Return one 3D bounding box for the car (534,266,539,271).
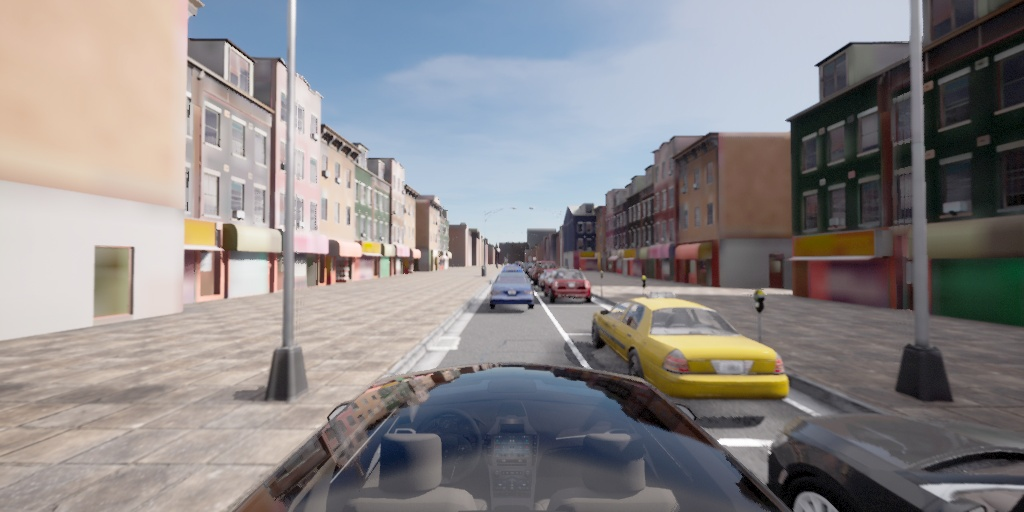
[{"bbox_3d":[2.636,1.550,23.463,1.802,1.307,4.207,0,0,0],"label":"car"}]

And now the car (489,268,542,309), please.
[{"bbox_3d":[0.000,1.436,15.844,2.033,1.411,5.357,0,-1,0],"label":"car"}]

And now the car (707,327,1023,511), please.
[{"bbox_3d":[2.638,1.291,0.767,2.007,1.370,4.403,0,0,0],"label":"car"}]

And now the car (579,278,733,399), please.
[{"bbox_3d":[2.637,1.320,6.611,1.751,1.417,4.829,0,0,0],"label":"car"}]

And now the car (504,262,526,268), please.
[{"bbox_3d":[0.004,1.531,31.321,1.882,1.535,5.008,0,0,0],"label":"car"}]

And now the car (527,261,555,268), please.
[{"bbox_3d":[2.635,1.344,29.136,2.192,1.841,5.009,0,0,0],"label":"car"}]

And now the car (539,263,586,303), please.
[{"bbox_3d":[2.636,1.348,17.789,1.967,1.591,4.097,0,0,0],"label":"car"}]
